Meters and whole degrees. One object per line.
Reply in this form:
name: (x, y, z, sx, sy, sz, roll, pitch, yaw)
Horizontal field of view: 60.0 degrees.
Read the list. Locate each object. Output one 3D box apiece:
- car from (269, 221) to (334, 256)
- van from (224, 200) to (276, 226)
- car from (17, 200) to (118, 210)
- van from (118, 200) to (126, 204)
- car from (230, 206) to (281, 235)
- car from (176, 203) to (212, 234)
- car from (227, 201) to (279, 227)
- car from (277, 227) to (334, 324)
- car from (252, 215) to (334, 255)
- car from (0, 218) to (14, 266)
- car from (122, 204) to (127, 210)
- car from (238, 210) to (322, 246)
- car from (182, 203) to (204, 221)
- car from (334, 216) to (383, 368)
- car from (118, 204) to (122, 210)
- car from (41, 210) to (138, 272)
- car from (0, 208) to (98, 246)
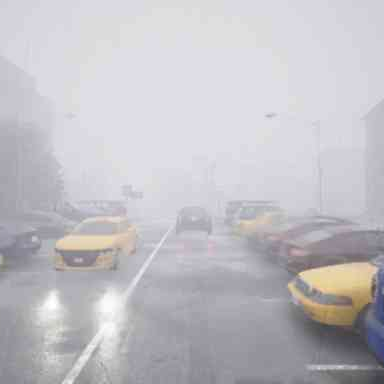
car: (4.678, 1.631, 8.784, 4.674, 1.452, 2.002, 0, -1, 0)
van: (4.800, 1.600, 25.519, 4.442, 1.987, 1.878, 0, -1, 0)
car: (-7.619, 1.473, 19.692, 5.566, 2.045, 2.435, 0, -1, 0)
van: (-7.763, 1.669, 28.046, 4.442, 1.987, 1.878, 0, -1, 0)
car: (4.868, 1.690, 17.032, 5.366, 1.575, 1.946, 0, -1, 0)
car: (0.102, 1.617, 21.096, 2.097, 1.767, 4.553, 0, -1, 0)
car: (4.651, 1.603, 19.952, 4.553, 1.767, 2.185, 0, -1, 0)
car: (4.495, 1.552, 5.868, 5.366, 1.575, 1.946, 0, -1, 0)
car: (4.678, 1.664, 11.451, 4.674, 1.452, 2.002, 0, -1, 0)
car: (-7.835, 1.583, 8.515, 5.366, 1.575, 1.946, 0, -1, 0)
car: (-7.676, 1.847, 25.254, 4.792, 1.488, 2.163, 0, -1, 0)
car: (4.653, 1.688, 14.240, 4.792, 1.488, 2.163, 0, -1, 0)
car: (0.203, 2.035, 34.697, 2.097, 1.767, 4.553, 0, -3, 2)
car: (4.708, 1.270, 3.206, 5.566, 2.045, 2.435, 0, -1, 0)
car: (-7.646, 1.762, 22.423, 5.008, 1.535, 2.097, 0, -1, 0)
car: (-3.097, 1.622, 11.578, 1.882, 1.535, 5.008, 0, -1, 0)
car: (-7.619, 1.719, 16.895, 4.792, 1.488, 2.163, 0, -1, 0)
